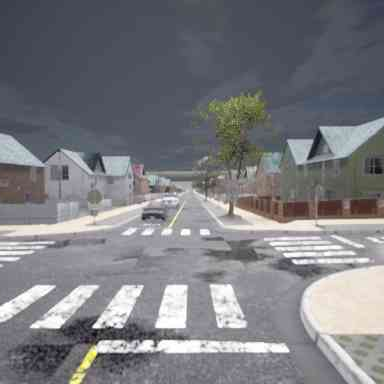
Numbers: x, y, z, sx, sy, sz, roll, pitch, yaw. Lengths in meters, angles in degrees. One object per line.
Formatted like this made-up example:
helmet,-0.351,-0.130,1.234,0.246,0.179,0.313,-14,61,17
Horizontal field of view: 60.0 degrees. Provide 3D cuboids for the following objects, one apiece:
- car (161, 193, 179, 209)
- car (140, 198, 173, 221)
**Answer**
car,-2.914,1.154,45.655,2.150,2.045,5.566,0,0,0
car,-2.890,1.508,26.892,2.033,1.411,5.357,0,0,0
